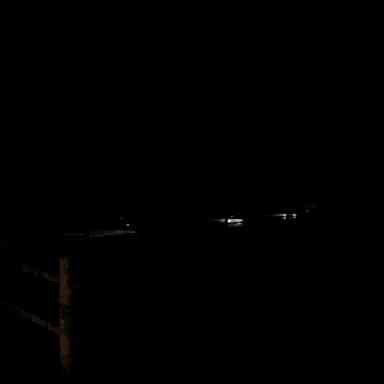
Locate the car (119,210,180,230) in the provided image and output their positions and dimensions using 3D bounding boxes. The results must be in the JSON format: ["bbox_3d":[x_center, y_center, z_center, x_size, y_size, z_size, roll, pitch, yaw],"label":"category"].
[{"bbox_3d":[-3.033,1.945,24.212,1.895,1.301,4.718,-1,-1,36],"label":"car"}]

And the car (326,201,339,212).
[{"bbox_3d":[22.583,2.337,54.415,2.097,1.767,4.553,-1,-1,37],"label":"car"}]

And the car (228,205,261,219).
[{"bbox_3d":[5.639,2.139,36.119,2.033,1.411,5.357,-1,-1,36],"label":"car"}]

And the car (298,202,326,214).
[{"bbox_3d":[16.822,2.344,46.497,1.812,1.442,4.674,-1,-1,36],"label":"car"}]

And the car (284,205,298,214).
[{"bbox_3d":[15.209,2.530,49.111,1.895,1.301,4.718,-1,-1,36],"label":"car"}]
